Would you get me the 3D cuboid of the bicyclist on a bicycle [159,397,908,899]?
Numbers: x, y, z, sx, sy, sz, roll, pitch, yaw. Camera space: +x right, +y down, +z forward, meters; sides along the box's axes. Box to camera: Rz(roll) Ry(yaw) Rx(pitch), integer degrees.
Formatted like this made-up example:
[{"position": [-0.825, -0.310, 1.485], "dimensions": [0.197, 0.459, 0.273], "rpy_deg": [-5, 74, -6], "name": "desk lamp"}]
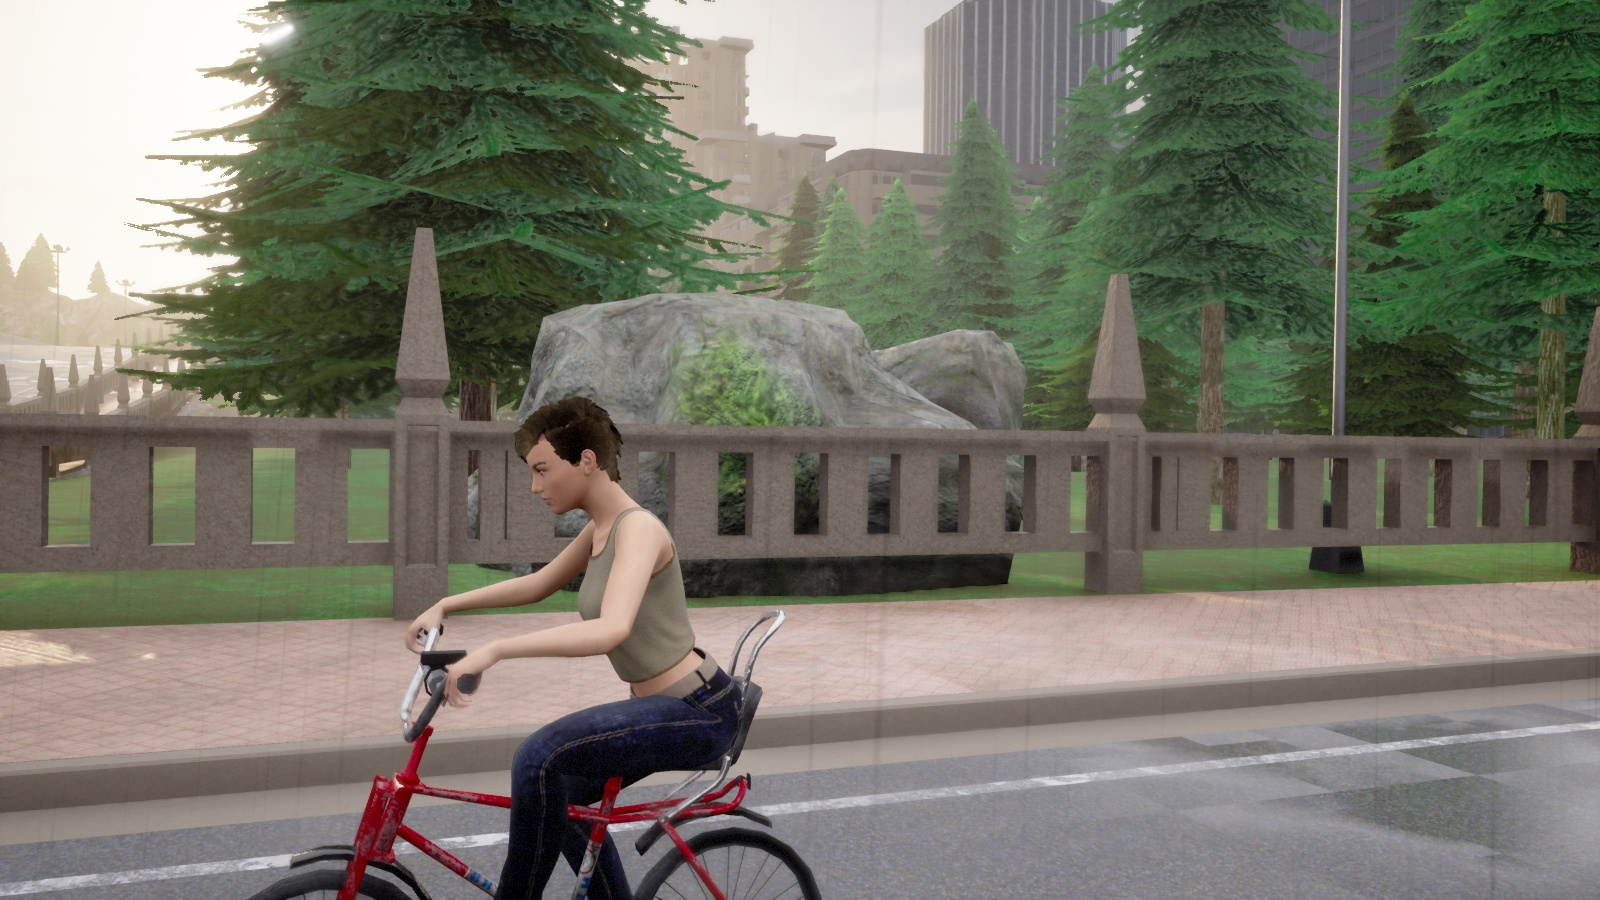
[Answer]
[{"position": [-0.616, 0.692, 2.999], "dimensions": [1.509, 1.612, 0.866], "rpy_deg": [-1, 1, -20], "name": "bicyclist on a bicycle"}]
